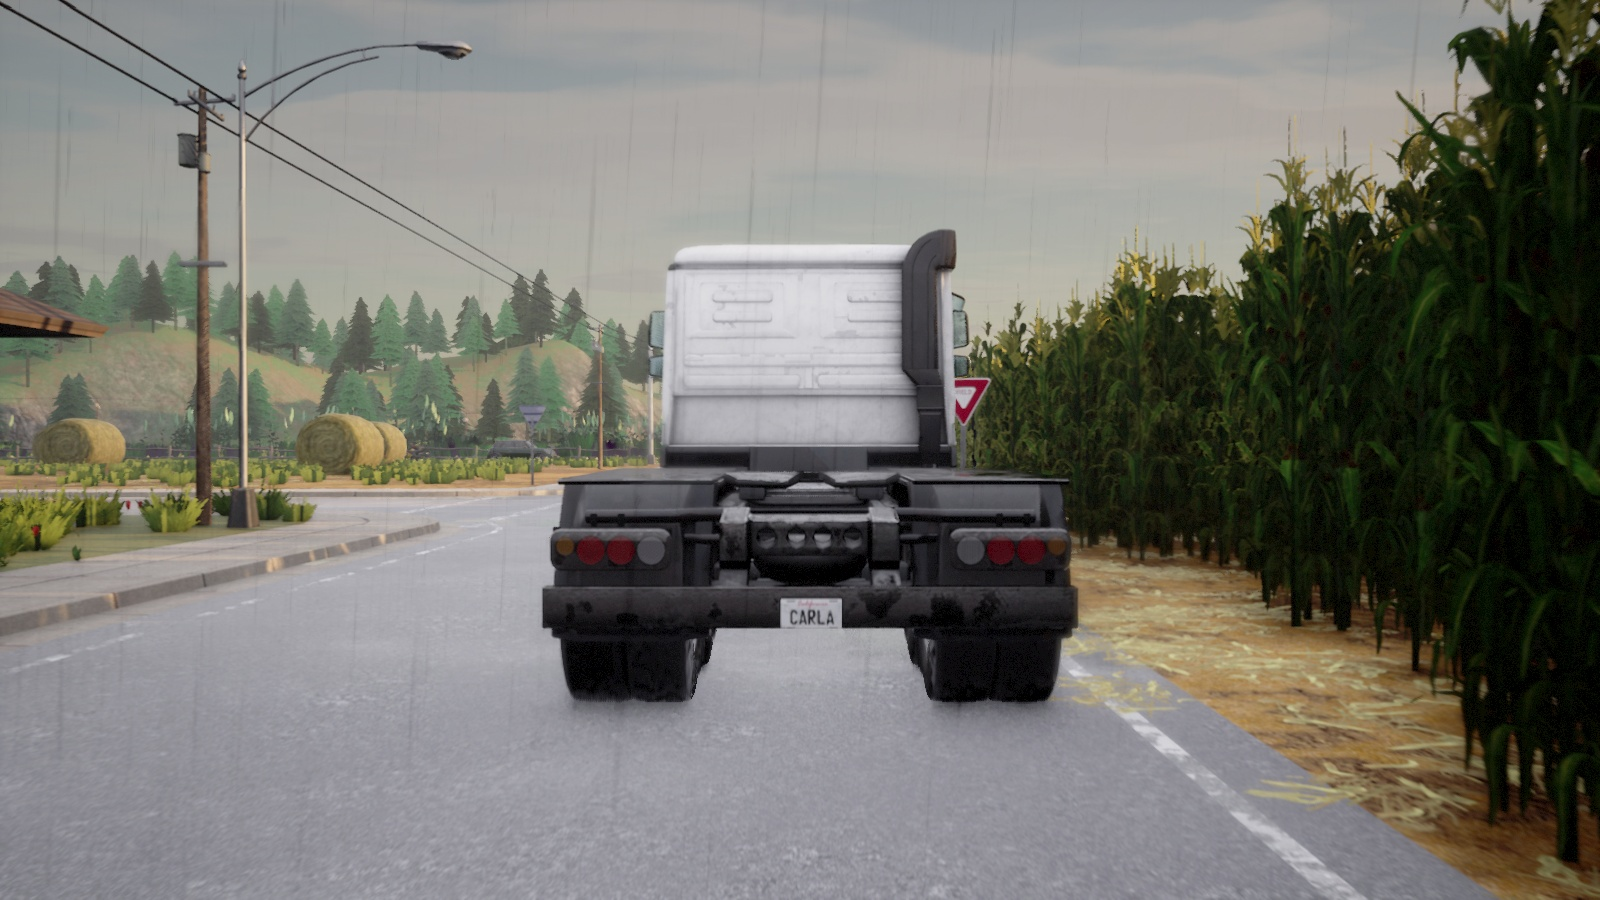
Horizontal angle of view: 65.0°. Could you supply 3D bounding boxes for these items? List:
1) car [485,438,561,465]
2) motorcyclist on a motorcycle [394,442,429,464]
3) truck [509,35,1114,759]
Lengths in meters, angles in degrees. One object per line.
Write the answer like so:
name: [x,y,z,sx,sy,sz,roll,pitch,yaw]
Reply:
car: [-18.564,0.086,84.181,4.553,1.767,2.097,0,0,3]
motorcyclist on a motorcycle: [-27.308,0.233,88.190,2.191,1.530,0.866,0,0,3]
truck: [0.073,-0.288,9.982,2.891,3.462,7.936,0,1,0]
